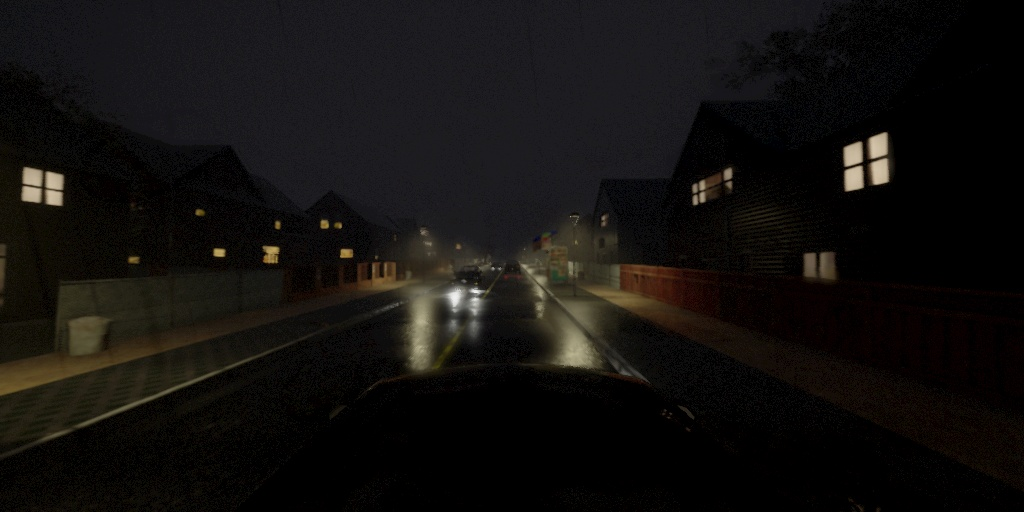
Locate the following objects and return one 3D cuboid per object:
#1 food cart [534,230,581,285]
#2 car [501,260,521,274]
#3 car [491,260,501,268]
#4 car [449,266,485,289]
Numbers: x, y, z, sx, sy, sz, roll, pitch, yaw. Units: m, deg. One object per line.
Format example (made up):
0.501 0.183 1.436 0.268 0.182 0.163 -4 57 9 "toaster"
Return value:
3.011 0.240 24.586 2.280 3.560 4.660 0 0 0 "food cart"
0.071 1.281 41.410 1.882 1.535 5.008 0 0 0 "car"
-2.767 1.405 64.798 2.033 1.411 5.357 0 0 1 "car"
-2.847 1.337 23.479 1.994 1.385 4.181 0 0 0 "car"
